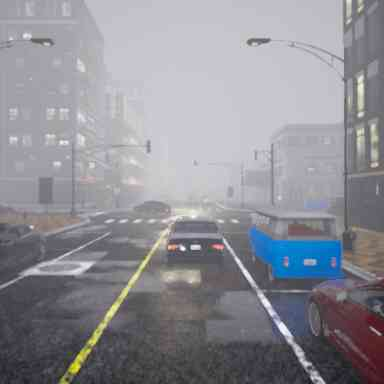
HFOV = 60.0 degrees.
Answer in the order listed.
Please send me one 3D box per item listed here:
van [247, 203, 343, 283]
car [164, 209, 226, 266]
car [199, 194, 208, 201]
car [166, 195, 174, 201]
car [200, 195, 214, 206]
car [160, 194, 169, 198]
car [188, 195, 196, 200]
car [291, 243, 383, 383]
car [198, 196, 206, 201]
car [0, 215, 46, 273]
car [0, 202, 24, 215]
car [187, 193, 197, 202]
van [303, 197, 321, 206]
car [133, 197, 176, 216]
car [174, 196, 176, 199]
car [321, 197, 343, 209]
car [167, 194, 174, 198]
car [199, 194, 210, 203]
[{"bbox_3d":[2.659,1.344,9.341,1.690,1.788,3.998,0,0,0],"label":"van"},{"bbox_3d":[0.096,1.551,11.554,2.033,1.411,5.357,0,0,0],"label":"car"},{"bbox_3d":[2.675,1.640,65.207,1.802,1.307,4.206,0,0,0],"label":"car"},{"bbox_3d":[-5.711,1.626,87.190,1.752,1.417,4.829,0,0,0],"label":"car"},{"bbox_3d":[2.679,1.568,54.298,1.752,1.417,4.829,0,0,0],"label":"car"},{"bbox_3d":[-5.704,1.575,59.494,1.752,1.417,4.829,0,0,0],"label":"car"},{"bbox_3d":[-0.024,1.550,90.936,1.994,1.385,4.181,0,0,0],"label":"car"},{"bbox_3d":[2.660,1.583,3.652,1.802,1.307,4.206,0,0,0],"label":"car"},{"bbox_3d":[2.669,1.652,87.363,2.008,1.369,4.403,0,0,0],"label":"car"},{"bbox_3d":[-5.689,1.568,9.365,1.947,1.339,4.313,0,0,0],"label":"car"},{"bbox_3d":[-17.473,1.538,30.147,4.206,1.307,1.802,0,0,0],"label":"car"},{"bbox_3d":[-0.021,1.311,80.547,2.150,2.045,5.566,0,0,0],"label":"car"},{"bbox_3d":[14.890,1.430,38.616,3.998,1.788,1.690,0,0,0],"label":"van"},{"bbox_3d":[-3.934,1.527,32.677,1.812,1.442,4.674,1,-1,-43],"label":"car"},{"bbox_3d":[-5.710,1.640,81.821,2.008,1.369,4.403,0,0,0],"label":"car"},{"bbox_3d":[14.915,1.362,30.237,5.009,1.841,2.192,0,0,0],"label":"car"},{"bbox_3d":[-5.706,1.383,70.743,2.192,1.841,5.009,0,0,0],"label":"car"},{"bbox_3d":[2.675,1.383,70.746,2.192,1.841,5.009,0,0,0],"label":"car"}]
